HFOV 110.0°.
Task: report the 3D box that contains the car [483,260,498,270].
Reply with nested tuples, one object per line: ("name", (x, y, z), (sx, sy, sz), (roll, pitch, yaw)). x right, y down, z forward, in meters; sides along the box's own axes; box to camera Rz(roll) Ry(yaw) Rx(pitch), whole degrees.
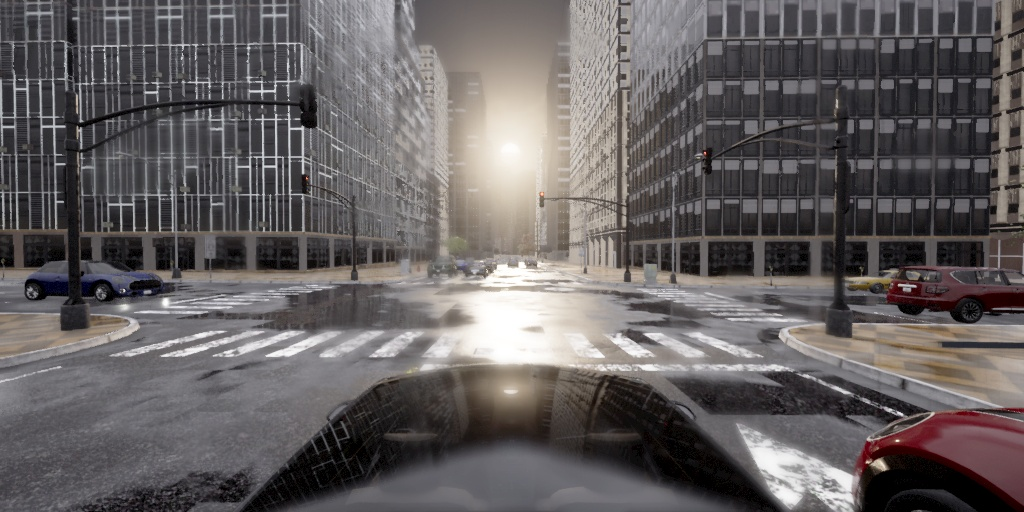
("car", (-3.169, 1.263, 53.932), (2.033, 1.411, 5.357), (0, 0, 0))

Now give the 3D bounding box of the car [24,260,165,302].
("car", (-18.149, 0.972, 15.751), (4.553, 1.767, 2.097), (1, 1, 3))

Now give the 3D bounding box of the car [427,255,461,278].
("car", (-6.483, 0.955, 34.190), (2.150, 2.045, 5.566), (0, 0, 0))

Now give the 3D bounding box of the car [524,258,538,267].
("car", (3.458, 1.306, 63.386), (1.895, 1.301, 4.718), (0, 0, 0))

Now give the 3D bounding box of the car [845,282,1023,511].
("car", (3.253, 1.102, 0.415), (2.097, 1.767, 4.553), (0, 0, 0))

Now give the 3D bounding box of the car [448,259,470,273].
("car", (-6.458, 1.203, 44.155), (1.882, 1.535, 5.008), (0, 0, 0))

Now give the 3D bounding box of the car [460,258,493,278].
("car", (-3.241, 1.225, 33.947), (2.128, 1.511, 4.902), (0, 0, 1))

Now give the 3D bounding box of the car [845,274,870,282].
("car", (21.865, 1.410, 20.795), (4.829, 1.417, 1.751), (0, 0, 1))

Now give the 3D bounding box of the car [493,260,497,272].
("car", (-3.212, 1.327, 43.229), (1.895, 1.301, 4.718), (0, 0, 0))

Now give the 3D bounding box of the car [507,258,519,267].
("car", (0.207, 1.269, 63.368), (1.994, 1.385, 4.181), (0, 0, 0))

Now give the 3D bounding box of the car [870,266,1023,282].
("car", (16.226, 1.282, 12.529), (5.009, 1.841, 2.192), (0, 0, 1))
